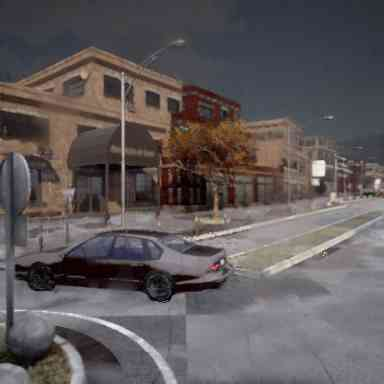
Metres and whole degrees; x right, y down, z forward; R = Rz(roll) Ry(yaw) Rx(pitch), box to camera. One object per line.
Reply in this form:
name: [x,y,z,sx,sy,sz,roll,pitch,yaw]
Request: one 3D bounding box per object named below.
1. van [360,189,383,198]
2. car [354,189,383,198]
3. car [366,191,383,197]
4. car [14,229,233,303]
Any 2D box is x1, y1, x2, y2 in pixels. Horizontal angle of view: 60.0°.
van: [41.445,0.300,76.782,4.442,1.987,1.878,-1,0,38]
car: [39.605,0.299,74.696,5.566,2.045,2.435,-1,0,38]
car: [46.614,0.448,83.482,4.892,1.521,2.231,-1,0,38]
car: [-1.726,1.654,8.195,5.357,1.411,2.033,-1,-1,16]
